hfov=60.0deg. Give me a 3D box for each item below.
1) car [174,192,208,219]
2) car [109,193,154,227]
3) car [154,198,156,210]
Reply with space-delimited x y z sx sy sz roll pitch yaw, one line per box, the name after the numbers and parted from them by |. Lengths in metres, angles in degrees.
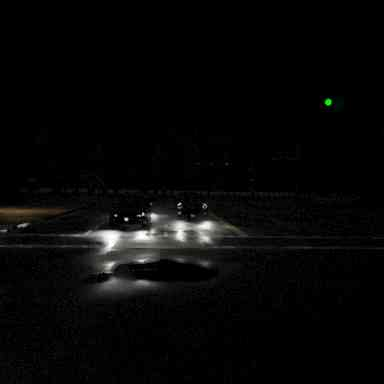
-0.127 0.847 22.975 2.097 1.767 4.553 1 1 -5 | car
-3.326 1.030 18.590 1.837 1.490 4.892 1 1 -3 | car
-4.031 0.834 27.813 1.812 1.442 4.674 1 1 -4 | car
